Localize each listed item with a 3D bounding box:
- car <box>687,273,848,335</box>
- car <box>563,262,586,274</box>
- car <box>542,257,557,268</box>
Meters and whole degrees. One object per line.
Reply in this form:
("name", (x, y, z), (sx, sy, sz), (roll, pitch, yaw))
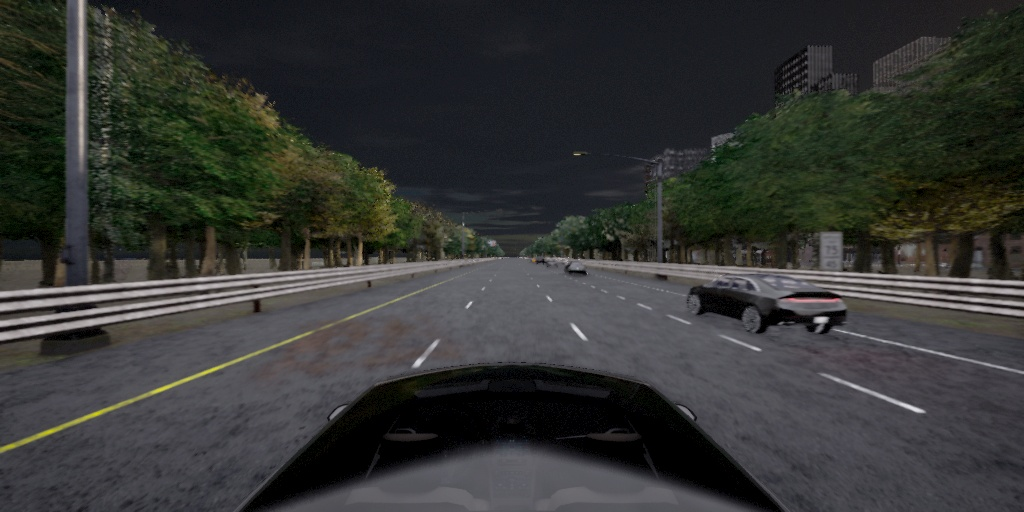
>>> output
("car", (7.000, 1.244, 10.547), (2.128, 1.511, 4.902), (0, 0, 0))
("car", (6.997, 1.330, 40.332), (1.994, 1.385, 4.181), (0, 0, 0))
("car", (7.030, 1.302, 64.421), (2.128, 1.511, 4.902), (0, 0, 0))
